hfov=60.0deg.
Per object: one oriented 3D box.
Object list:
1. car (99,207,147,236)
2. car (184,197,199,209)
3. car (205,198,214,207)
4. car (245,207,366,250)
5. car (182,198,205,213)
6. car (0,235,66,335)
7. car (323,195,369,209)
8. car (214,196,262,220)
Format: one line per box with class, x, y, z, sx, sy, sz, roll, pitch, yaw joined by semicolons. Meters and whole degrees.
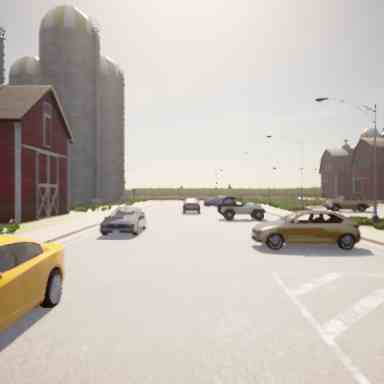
car;-3.667;1.539;18.717;2.033;1.411;5.357;0;0;0
car;-0.106;1.518;47.108;2.033;1.411;5.357;0;0;0
car;3.993;1.444;51.235;4.611;1.667;2.242;0;0;0
car;4.512;1.493;13.545;4.193;1.474;1.816;0;0;0
car;-0.055;1.470;35.849;2.128;1.511;4.902;0;0;0
car;-3.619;1.478;5.129;1.882;1.535;5.008;0;0;0
car;17.228;1.269;37.201;4.605;1.855;1.932;0;0;0
car;3.961;1.292;27.028;3.866;1.878;1.905;0;0;0
